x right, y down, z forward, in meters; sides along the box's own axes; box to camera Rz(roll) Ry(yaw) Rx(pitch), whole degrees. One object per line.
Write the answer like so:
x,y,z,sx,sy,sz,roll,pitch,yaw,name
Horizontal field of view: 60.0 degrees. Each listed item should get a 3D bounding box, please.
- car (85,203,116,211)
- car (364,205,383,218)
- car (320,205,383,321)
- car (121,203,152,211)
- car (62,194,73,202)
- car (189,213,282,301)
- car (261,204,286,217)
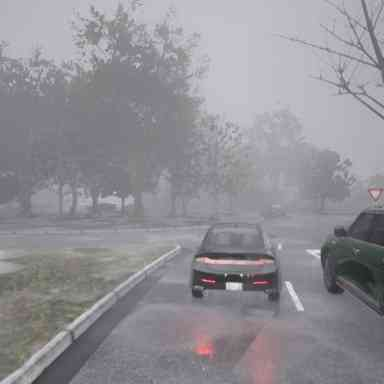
-15.240,2.511,55.442,5.008,1.535,1.882,0,-2,-15,car
23.627,2.331,40.925,4.902,1.511,2.128,2,-2,-32,car
3.931,1.232,5.668,2.150,2.045,5.566,0,0,6,car
-9.914,2.682,59.533,5.357,1.411,2.033,0,-1,0,car
-32.659,1.849,85.412,1.946,1.575,5.366,0,2,-12,car
1.118,1.527,8.469,2.128,1.511,4.902,0,0,8,car
9.490,2.168,38.825,1.812,1.442,4.674,0,-1,-3,car
